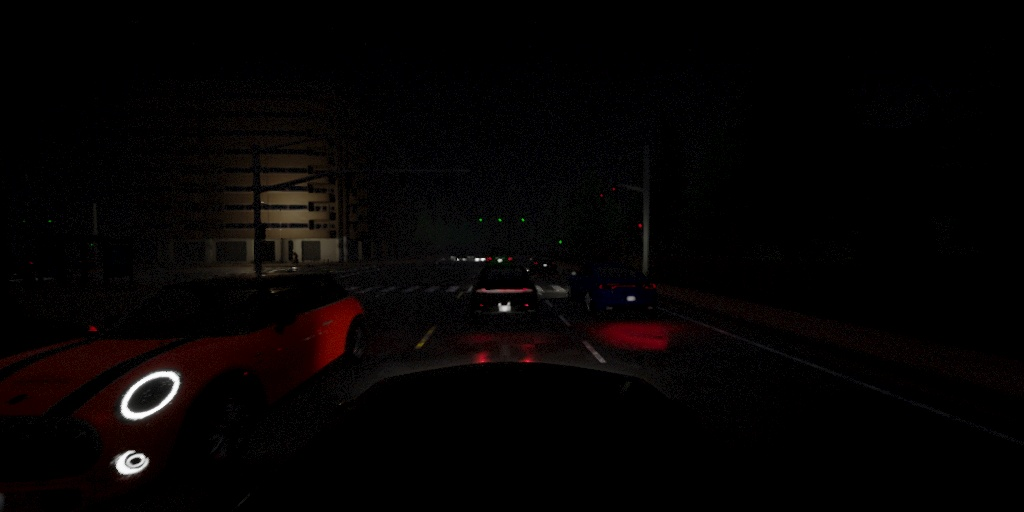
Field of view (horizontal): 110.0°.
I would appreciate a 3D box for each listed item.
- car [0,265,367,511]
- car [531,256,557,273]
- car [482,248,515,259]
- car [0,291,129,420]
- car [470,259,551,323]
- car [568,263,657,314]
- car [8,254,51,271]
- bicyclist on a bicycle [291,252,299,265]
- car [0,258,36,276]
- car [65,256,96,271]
[{"bbox_3d":[-3.690,1.055,4.695,2.097,1.767,4.553,0,1,-1],"label":"car"},{"bbox_3d":[2.505,0.650,29.852,1.994,1.385,4.181,-1,1,-2],"label":"car"},{"bbox_3d":[-0.938,0.369,28.198,2.150,2.045,5.566,-1,1,-2],"label":"car"},{"bbox_3d":[-7.168,1.311,3.681,1.994,1.385,4.181,0,1,-1],"label":"car"},{"bbox_3d":[-0.262,1.023,11.239,2.128,1.511,4.902,0,1,-2],"label":"car"},{"bbox_3d":[3.202,0.962,12.356,1.882,1.535,5.008,0,1,-2],"label":"car"},{"bbox_3d":[-46.013,0.702,33.423,4.553,1.767,2.097,0,1,-3],"label":"car"},{"bbox_3d":[-27.395,0.265,45.317,0.582,1.620,1.656,0,2,-3],"label":"bicyclist on a bicycle"},{"bbox_3d":[-39.375,1.066,26.720,4.718,1.301,1.895,0,1,-3],"label":"car"},{"bbox_3d":[-46.169,0.748,36.922,5.008,1.535,1.882,0,1,-3],"label":"car"}]
